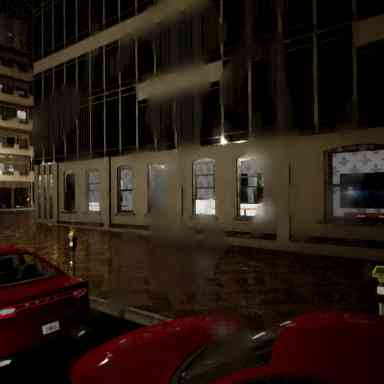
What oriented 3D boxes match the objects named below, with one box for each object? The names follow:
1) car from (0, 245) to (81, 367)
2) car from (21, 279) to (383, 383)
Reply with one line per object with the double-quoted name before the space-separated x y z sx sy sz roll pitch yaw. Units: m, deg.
"car" -3.561 1.546 5.414 4.507 1.381 1.887 0 -1 35
"car" 1.016 1.545 2.158 4.507 1.381 1.887 0 -1 35
